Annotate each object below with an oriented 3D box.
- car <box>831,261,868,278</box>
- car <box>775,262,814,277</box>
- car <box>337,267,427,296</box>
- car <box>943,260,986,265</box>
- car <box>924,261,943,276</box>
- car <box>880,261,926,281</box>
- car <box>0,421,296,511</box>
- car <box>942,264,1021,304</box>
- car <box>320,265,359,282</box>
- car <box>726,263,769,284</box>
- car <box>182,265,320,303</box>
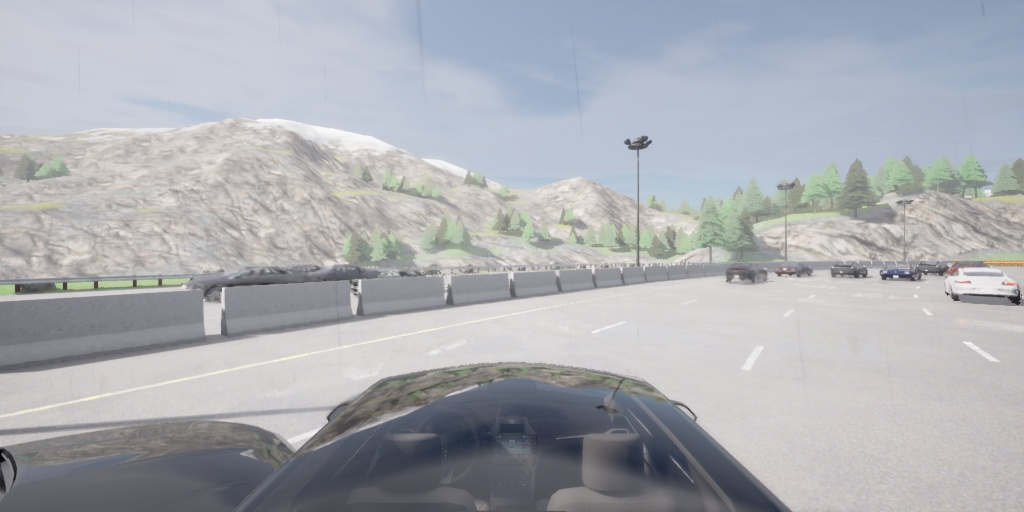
[{"bbox_3d":[31.373,1.241,33.354,4.902,1.511,2.128,0,0,-35],"label":"car"},{"bbox_3d":[27.514,1.297,34.944,5.357,1.411,2.033,0,0,-36],"label":"car"},{"bbox_3d":[-6.132,1.350,18.572,1.895,1.301,4.718,0,0,41],"label":"car"},{"bbox_3d":[34.915,1.106,27.277,4.553,1.767,2.097,-1,0,-35],"label":"car"},{"bbox_3d":[43.311,1.241,36.877,4.902,1.511,2.128,0,0,-31],"label":"car"},{"bbox_3d":[32.300,1.350,29.741,4.718,1.301,1.895,0,0,-35],"label":"car"},{"bbox_3d":[-2.983,1.255,0.544,4.892,1.490,1.837,0,0,-45],"label":"car"},{"bbox_3d":[21.474,1.275,16.486,4.674,1.442,1.812,0,0,-43],"label":"car"},{"bbox_3d":[-11.234,1.297,23.389,2.033,1.411,5.357,0,0,41],"label":"car"},{"bbox_3d":[18.047,1.252,27.456,4.892,1.490,1.837,1,-1,-41],"label":"car"},{"bbox_3d":[-12.175,1.241,16.807,2.128,1.511,4.902,0,0,39],"label":"car"}]
